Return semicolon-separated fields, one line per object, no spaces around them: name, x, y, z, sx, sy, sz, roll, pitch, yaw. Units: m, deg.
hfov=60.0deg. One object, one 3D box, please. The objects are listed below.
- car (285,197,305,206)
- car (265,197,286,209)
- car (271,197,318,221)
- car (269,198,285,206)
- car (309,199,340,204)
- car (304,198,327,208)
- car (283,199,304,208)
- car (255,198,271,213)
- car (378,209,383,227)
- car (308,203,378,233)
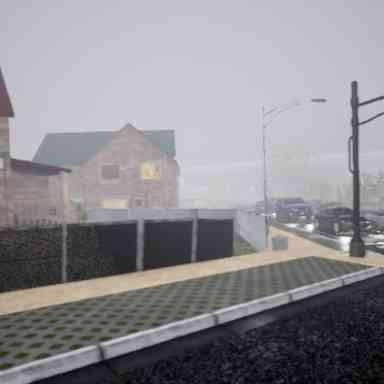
car;19.125;1.655;62.070;2.128;1.511;4.902;-2;0;0
car;12.644;1.646;50.699;2.097;1.767;4.553;-2;0;0
car;9.470;1.502;31.392;2.150;2.045;5.566;-2;0;0
car;15.878;1.832;62.311;1.994;1.385;4.181;-2;0;0
car;12.738;1.660;29.879;2.128;1.511;4.902;-2;0;0
car;19.191;1.660;52.056;1.994;1.385;4.181;-2;0;0
car;15.942;1.802;52.386;1.895;1.301;4.718;-2;0;0
car;9.438;1.855;43.330;1.837;1.490;4.892;-2;0;0
car;12.795;1.715;20.573;1.895;1.301;4.718;-2;0;0
car;9.538;1.728;21.530;1.837;1.490;4.892;-2;0;-2
